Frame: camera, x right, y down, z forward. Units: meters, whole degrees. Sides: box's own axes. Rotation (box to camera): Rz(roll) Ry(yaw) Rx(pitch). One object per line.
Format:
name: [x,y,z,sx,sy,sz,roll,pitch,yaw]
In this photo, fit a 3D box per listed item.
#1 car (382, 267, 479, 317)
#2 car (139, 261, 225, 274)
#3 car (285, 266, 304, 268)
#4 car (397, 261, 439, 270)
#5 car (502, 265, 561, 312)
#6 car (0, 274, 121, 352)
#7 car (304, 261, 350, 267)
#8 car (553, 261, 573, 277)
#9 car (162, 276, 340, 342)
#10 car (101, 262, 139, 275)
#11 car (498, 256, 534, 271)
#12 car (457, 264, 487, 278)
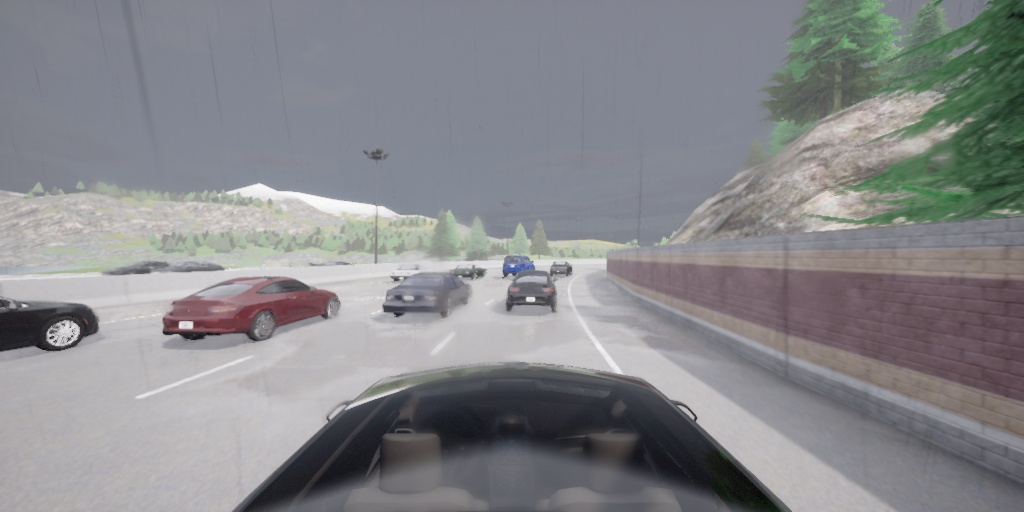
car: [-2.808,1.289,13.069,2.033,1.411,5.357,0,0,5]
car: [-25.571,1.160,28.394,2.128,1.511,4.902,0,0,10]
car: [-20.442,1.286,36.192,1.895,1.301,4.718,0,0,13]
car: [-7.649,1.327,28.289,1.895,1.301,4.718,0,0,11]
car: [0.847,1.279,14.241,1.812,1.442,4.674,0,0,6]
car: [-10.228,1.222,5.985,1.837,1.490,4.892,0,0,2]
car: [-17.206,1.222,34.556,1.812,1.442,4.674,0,0,13]
car: [5.008,1.259,36.053,2.128,1.511,4.902,0,0,15]
car: [-6.550,1.255,9.651,1.812,1.442,4.674,0,0,3]
car: [-29.116,1.162,28.431,1.837,1.490,4.892,0,0,10]
car: [0.698,0.975,33.524,2.150,2.045,5.566,0,0,14]
car: [-3.606,1.340,30.500,1.895,1.301,4.718,0,0,12]
